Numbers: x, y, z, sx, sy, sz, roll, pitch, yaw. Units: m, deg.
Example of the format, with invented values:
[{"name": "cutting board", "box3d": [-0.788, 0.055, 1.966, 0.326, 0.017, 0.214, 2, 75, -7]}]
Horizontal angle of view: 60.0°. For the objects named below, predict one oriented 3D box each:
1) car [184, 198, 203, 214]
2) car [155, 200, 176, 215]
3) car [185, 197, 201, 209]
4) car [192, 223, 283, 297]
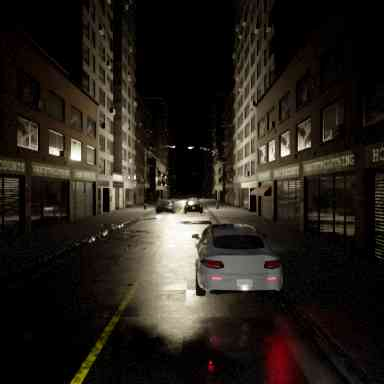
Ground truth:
[{"name": "car", "box3d": [0.171, 1.582, 35.738, 1.994, 1.385, 4.181, 0, 0, 1]}, {"name": "car", "box3d": [-2.645, 1.564, 34.424, 2.033, 1.411, 5.357, 0, 0, 0]}, {"name": "car", "box3d": [0.151, 1.523, 45.708, 2.128, 1.511, 4.902, 0, 0, 0]}, {"name": "car", "box3d": [0.988, 1.527, 8.491, 1.812, 1.442, 4.674, 0, 0, 0]}]
